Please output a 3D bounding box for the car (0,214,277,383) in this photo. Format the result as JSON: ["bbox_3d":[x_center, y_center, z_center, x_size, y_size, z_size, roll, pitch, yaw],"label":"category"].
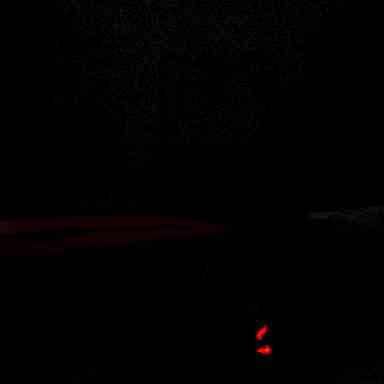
[{"bbox_3d":[-1.973,1.226,1.668,5.566,2.045,2.150,0,0,-36],"label":"car"}]
